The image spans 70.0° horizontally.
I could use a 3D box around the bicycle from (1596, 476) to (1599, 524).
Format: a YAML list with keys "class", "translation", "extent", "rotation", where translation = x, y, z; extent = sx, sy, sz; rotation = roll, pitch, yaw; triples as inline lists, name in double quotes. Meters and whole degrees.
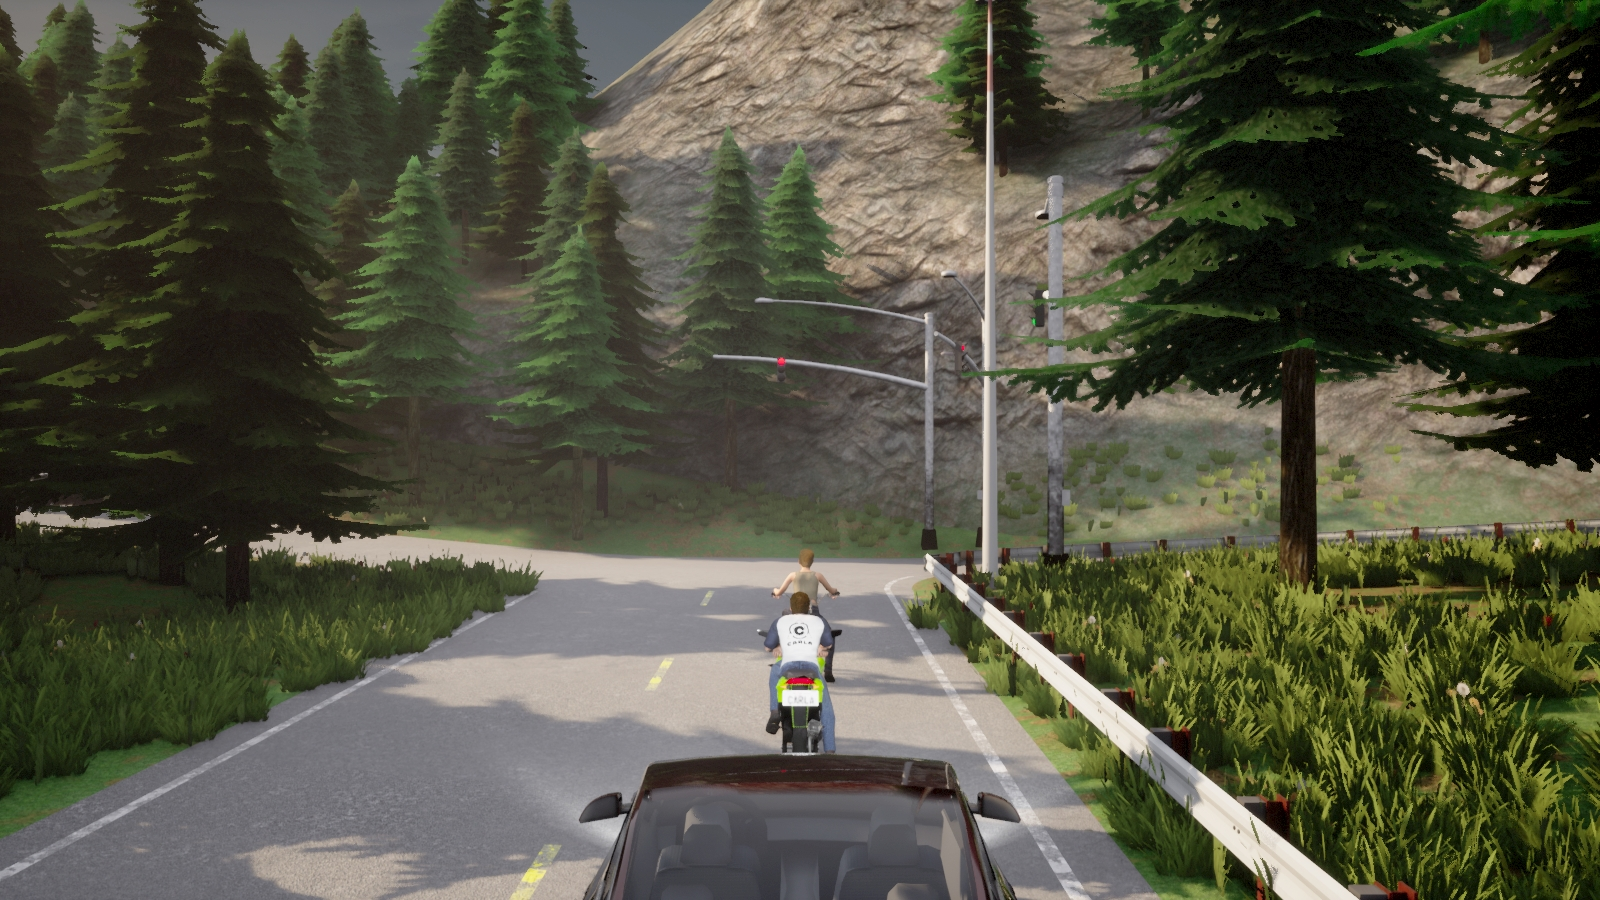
- class: "bicycle"
  translation: [21.727, 1.355, 29.474]
  extent: [1.835, 1.471, 0.329]
  rotation: [-5, -2, 26]

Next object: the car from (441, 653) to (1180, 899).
- class: "car"
  translation: [0.029, 2.063, 5.012]
  extent: [2.163, 1.488, 4.792]
  rotation: [0, 0, 0]

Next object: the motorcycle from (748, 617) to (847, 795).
- class: "motorcycle"
  translation: [-0.020, 2.213, 10.238]
  extent: [0.803, 1.145, 2.033]
  rotation: [0, 0, 0]
